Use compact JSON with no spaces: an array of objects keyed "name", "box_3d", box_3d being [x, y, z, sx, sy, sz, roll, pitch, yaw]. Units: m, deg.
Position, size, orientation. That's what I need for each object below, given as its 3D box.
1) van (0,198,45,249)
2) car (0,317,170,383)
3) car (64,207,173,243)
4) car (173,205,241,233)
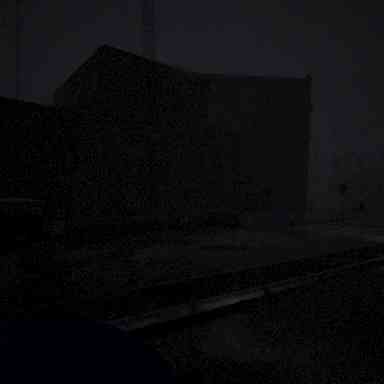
[{"name":"van","box_3d":[-8.198,1.235,12.825,4.442,1.987,1.878,0,0,-36]},{"name":"car","box_3d":[-2.421,1.477,1.713,5.008,1.535,1.882,0,0,-35]},{"name":"car","box_3d":[-3.638,1.493,16.096,4.792,1.488,2.163,0,0,-36]},{"name":"car","box_3d":[0.819,1.507,19.312,4.674,1.452,2.002,0,-2,-36]}]
